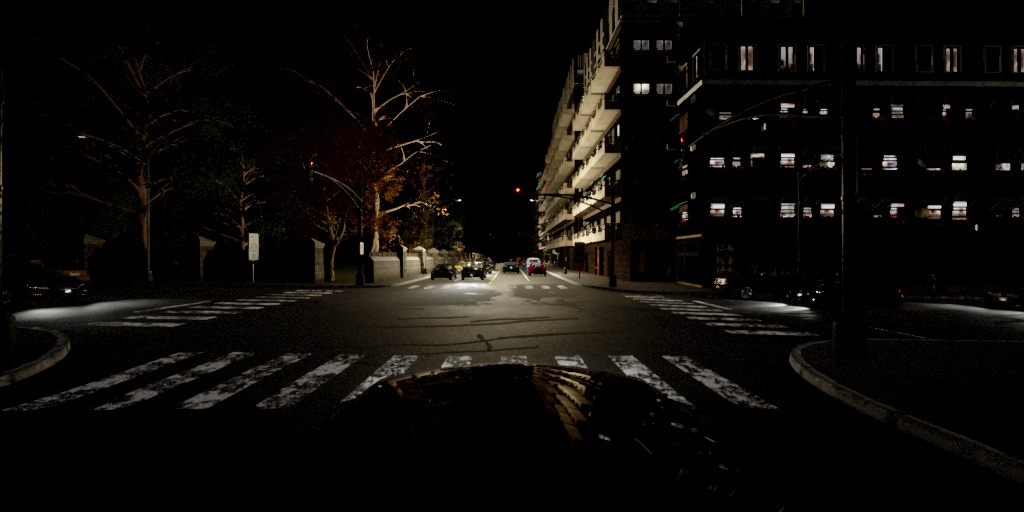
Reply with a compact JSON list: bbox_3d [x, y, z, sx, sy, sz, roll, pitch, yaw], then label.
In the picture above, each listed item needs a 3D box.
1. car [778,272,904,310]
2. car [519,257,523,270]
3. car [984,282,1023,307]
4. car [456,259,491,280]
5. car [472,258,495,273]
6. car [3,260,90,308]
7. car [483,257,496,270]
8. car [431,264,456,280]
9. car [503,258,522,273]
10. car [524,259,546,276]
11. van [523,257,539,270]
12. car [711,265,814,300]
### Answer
[{"bbox_3d":[15.112,1.623,16.398,4.181,1.385,1.994,1,0,-1],"label":"car"},{"bbox_3d":[2.439,1.229,53.770,1.967,1.591,4.097,0,0,0],"label":"car"},{"bbox_3d":[24.948,1.764,16.545,4.674,1.442,1.812,1,0,-1],"label":"car"},{"bbox_3d":[-3.234,1.256,31.038,2.128,1.511,4.902,0,0,0],"label":"car"},{"bbox_3d":[-3.286,1.279,41.337,1.837,1.490,4.892,0,0,0],"label":"car"},{"bbox_3d":[-18.209,0.954,12.718,4.892,1.490,1.837,1,0,-1],"label":"car"},{"bbox_3d":[-3.330,1.279,51.749,2.128,1.511,4.902,0,0,0],"label":"car"},{"bbox_3d":[-5.831,1.330,31.209,1.948,1.339,4.313,0,0,0],"label":"car"},{"bbox_3d":[-0.109,1.341,44.825,1.994,1.385,4.181,0,0,0],"label":"car"},{"bbox_3d":[2.522,1.314,36.880,1.888,1.381,4.507,0,0,0],"label":"car"},{"bbox_3d":[2.495,1.116,42.510,1.690,1.789,3.998,0,0,0],"label":"van"},{"bbox_3d":[13.369,1.353,18.961,5.009,1.841,2.192,0,0,-1],"label":"car"}]
